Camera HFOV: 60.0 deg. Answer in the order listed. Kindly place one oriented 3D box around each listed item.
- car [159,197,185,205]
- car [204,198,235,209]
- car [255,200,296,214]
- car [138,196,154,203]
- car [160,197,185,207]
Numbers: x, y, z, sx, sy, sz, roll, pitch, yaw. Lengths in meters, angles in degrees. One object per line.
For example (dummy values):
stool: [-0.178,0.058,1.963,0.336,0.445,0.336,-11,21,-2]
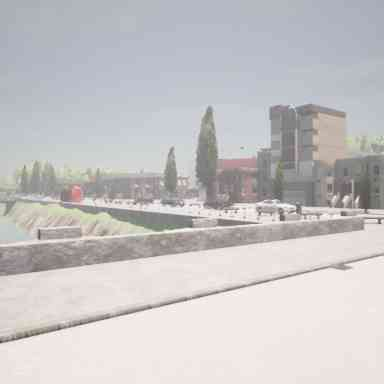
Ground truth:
car: [-3.679,1.597,60.264,2.033,1.411,5.357,0,0,-36]
car: [3.507,1.547,43.043,1.837,1.490,4.892,0,0,-36]
car: [8.863,1.568,35.600,1.812,1.442,4.674,0,0,-36]
car: [-9.894,1.596,68.923,2.033,1.411,5.357,0,0,-36]
car: [-2.961,1.534,52.089,2.128,1.511,4.902,0,0,-36]
